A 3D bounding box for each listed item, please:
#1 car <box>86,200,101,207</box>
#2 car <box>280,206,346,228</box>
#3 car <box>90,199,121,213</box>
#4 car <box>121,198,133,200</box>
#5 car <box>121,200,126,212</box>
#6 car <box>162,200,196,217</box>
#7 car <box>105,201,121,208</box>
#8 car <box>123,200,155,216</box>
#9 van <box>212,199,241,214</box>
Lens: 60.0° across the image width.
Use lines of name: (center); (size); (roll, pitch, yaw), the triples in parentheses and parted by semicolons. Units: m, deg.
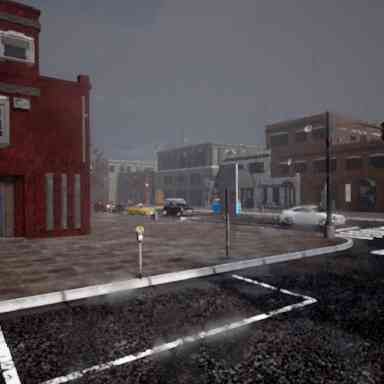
car: (-22.640, 2.611, 76.246); (1.802, 1.307, 4.206); (-2, 0, -36)
car: (8.553, 1.738, 23.859); (1.812, 1.442, 4.674); (-1, 0, -39)
car: (-12.735, 2.012, 48.501); (2.192, 1.841, 5.009); (-2, 0, -36)
car: (-12.640, 2.101, 62.531); (2.192, 1.841, 5.009); (-2, 0, -36)
car: (-10.124, 2.227, 49.364); (1.994, 1.385, 4.181); (-1, -1, -36)
car: (-1.545, 1.961, 37.534); (1.837, 1.490, 4.892); (-1, -1, -36)
car: (-15.968, 2.449, 67.102); (1.802, 1.307, 4.206); (-2, 0, -36)
car: (-5.957, 2.059, 39.221); (1.752, 1.417, 4.829); (-2, 0, -36)
van: (4.040, 1.724, 39.672); (1.690, 1.788, 3.998); (-2, 0, -36)
